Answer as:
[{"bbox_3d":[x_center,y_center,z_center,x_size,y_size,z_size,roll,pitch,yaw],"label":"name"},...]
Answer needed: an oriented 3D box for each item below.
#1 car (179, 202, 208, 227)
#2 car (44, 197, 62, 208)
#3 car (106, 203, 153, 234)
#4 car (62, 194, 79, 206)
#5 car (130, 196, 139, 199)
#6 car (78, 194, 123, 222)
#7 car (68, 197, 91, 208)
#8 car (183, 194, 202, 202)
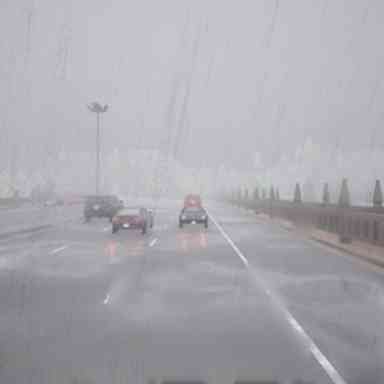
[{"bbox_3d":[0.098,1.638,23.146,1.895,1.301,4.718,0,0,0],"label":"car"},{"bbox_3d":[-21.063,1.601,51.281,2.128,1.511,4.902,0,0,0],"label":"car"},{"bbox_3d":[-3.402,1.557,19.499,1.812,1.442,4.674,0,0,0],"label":"car"},{"bbox_3d":[-14.085,1.305,42.273,2.150,2.045,5.566,0,-1,0],"label":"car"},{"bbox_3d":[-14.321,1.791,82.618,1.994,1.385,4.181,0,0,-4],"label":"car"},{"bbox_3d":[-6.902,1.265,26.636,2.150,2.045,5.566,0,0,0],"label":"car"},{"bbox_3d":[-17.560,1.591,52.175,1.882,1.535,5.008,0,0,0],"label":"car"},{"bbox_3d":[0.107,1.300,41.502,2.150,2.045,5.566,0,0,0],"label":"car"}]
